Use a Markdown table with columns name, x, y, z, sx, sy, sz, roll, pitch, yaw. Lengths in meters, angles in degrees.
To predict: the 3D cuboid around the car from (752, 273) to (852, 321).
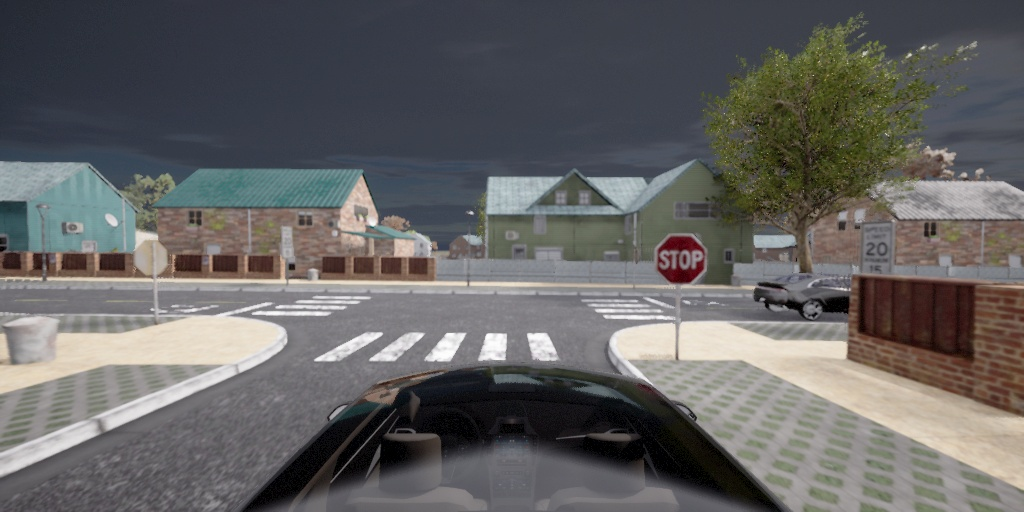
| name | x | y | z | sx | sy | sz | roll | pitch | yaw |
| --- | --- | --- | --- | --- | --- | --- | --- | --- | --- |
| car | 11.287 | 1.384 | 12.725 | 4.902 | 1.511 | 2.128 | 1 | 2 | -1 |
